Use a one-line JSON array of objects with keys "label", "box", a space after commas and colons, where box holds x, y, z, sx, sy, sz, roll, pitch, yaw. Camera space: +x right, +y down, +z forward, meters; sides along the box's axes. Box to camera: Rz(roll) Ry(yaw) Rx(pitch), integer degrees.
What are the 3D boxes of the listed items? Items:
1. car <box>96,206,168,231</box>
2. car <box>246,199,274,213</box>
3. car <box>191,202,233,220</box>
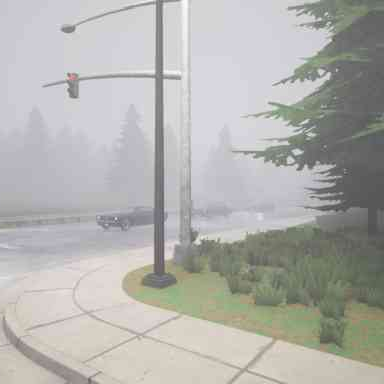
[{"label": "car", "box": [-3.648, 1.574, 20.870, 1.895, 1.301, 4.718, 0, 0, 35]}, {"label": "car", "box": [7.688, 1.499, 37.135, 1.812, 1.442, 4.674, 0, 0, 36]}, {"label": "car", "box": [1.635, 1.574, 28.522, 1.895, 1.301, 4.718, 0, 0, 35]}]
